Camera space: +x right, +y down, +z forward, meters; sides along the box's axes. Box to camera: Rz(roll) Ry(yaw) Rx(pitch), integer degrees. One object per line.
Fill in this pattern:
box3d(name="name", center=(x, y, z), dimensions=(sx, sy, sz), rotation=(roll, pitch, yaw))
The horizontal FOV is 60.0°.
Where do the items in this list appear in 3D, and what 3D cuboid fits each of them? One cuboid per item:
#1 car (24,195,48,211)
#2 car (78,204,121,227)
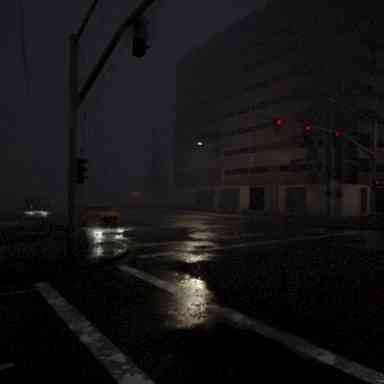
box3d(name="car", center=(-20.946, 1.369, 44.556), dimensions=(2.150, 2.045, 5.566), rotation=(1, -1, -35))
box3d(name="car", center=(-6.972, 1.661, 24.805), dimensions=(1.882, 1.535, 5.008), rotation=(1, 0, -35))
